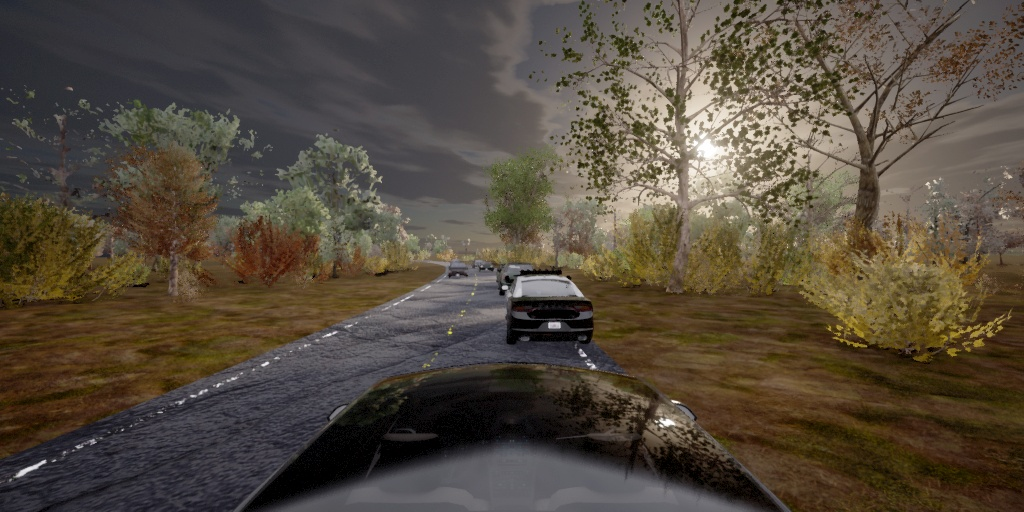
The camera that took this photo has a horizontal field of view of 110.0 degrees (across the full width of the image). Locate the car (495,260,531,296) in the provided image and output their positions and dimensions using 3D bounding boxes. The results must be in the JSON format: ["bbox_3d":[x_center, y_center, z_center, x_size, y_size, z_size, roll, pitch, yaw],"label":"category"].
[{"bbox_3d":[0.292,1.100,19.637,2.097,1.767,4.553,0,0,-4],"label":"car"}]

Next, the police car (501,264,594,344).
[{"bbox_3d":[0.765,1.175,9.708,1.930,1.638,5.238,0,0,-2],"label":"police car"}]

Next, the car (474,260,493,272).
[{"bbox_3d":[-3.495,1.347,46.602,1.895,1.301,4.718,0,0,-9],"label":"car"}]

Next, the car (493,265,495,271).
[{"bbox_3d":[-0.155,1.254,25.697,1.837,1.490,4.892,0,0,-5],"label":"car"}]

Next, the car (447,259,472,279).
[{"bbox_3d":[-4.979,1.296,33.570,2.033,1.411,5.357,0,0,-6],"label":"car"}]

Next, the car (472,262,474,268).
[{"bbox_3d":[-5.592,1.292,58.841,2.033,1.411,5.357,0,0,-11],"label":"car"}]
